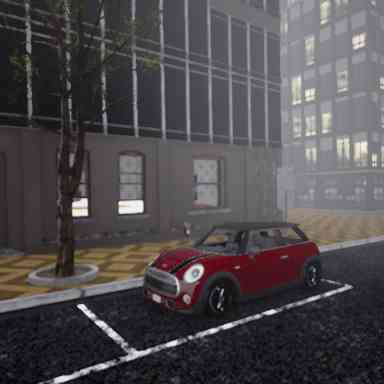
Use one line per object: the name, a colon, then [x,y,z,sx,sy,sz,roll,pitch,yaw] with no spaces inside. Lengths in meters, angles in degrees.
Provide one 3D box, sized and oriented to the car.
car: [0.968,1.414,7.274,4.097,1.590,1.967,0,-1,-36]
